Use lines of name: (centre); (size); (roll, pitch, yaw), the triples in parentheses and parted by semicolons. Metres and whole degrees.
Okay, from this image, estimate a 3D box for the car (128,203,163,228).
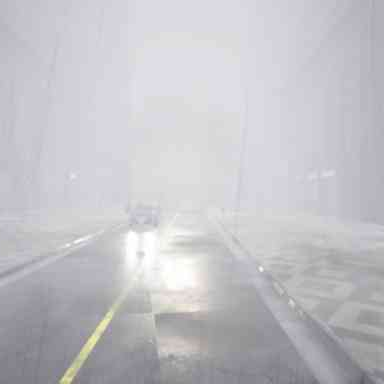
car: (-3.009, 1.500, 22.374); (2.128, 1.511, 4.902); (0, 0, 0)
